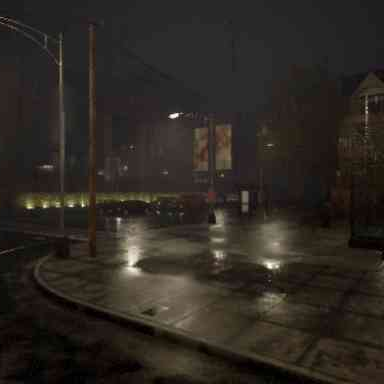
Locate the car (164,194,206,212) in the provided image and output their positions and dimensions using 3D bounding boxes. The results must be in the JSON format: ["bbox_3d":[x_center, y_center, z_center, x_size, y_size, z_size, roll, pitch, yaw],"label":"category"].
[{"bbox_3d":[-0.488,1.247,40.507,2.150,2.045,5.566,0,0,35],"label":"car"}]

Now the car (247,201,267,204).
[{"bbox_3d":[9.634,1.547,48.712,1.812,1.442,4.674,0,0,35],"label":"car"}]

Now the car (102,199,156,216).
[{"bbox_3d":[-6.051,1.531,32.591,1.837,1.490,4.892,0,0,35],"label":"car"}]

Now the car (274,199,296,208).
[{"bbox_3d":[13.553,1.619,48.147,1.895,1.301,4.718,0,0,36],"label":"car"}]

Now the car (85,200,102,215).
[{"bbox_3d":[-8.839,1.522,34.712,2.128,1.511,4.902,0,0,35],"label":"car"}]

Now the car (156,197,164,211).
[{"bbox_3d":[-3.595,1.382,42.177,2.097,1.767,4.553,0,0,35],"label":"car"}]
